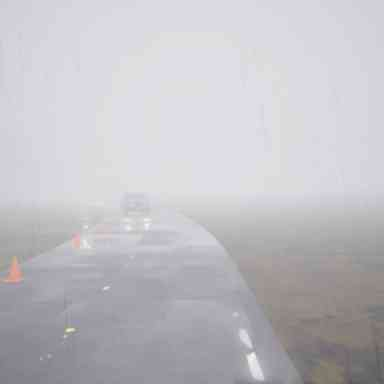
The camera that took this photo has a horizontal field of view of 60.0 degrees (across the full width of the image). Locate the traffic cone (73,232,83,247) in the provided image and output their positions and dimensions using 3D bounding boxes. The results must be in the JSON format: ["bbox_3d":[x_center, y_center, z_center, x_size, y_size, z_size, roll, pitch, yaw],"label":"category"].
[{"bbox_3d":[-4.531,1.876,13.193,0.340,0.580,0.340,0,0,-3],"label":"traffic cone"}]

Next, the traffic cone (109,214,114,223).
[{"bbox_3d":[-5.536,1.805,22.867,0.340,0.580,0.340,0,0,-9],"label":"traffic cone"}]

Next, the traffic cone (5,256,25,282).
[{"bbox_3d":[-4.424,1.907,8.316,0.340,0.580,0.340,0,0,0],"label":"traffic cone"}]

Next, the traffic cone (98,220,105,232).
[{"bbox_3d":[-4.901,1.841,18.044,0.340,0.580,0.340,0,0,-6],"label":"traffic cone"}]

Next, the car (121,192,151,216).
[{"bbox_3d":[-5.150,1.015,30.063,2.150,2.045,5.566,0,0,-16],"label":"car"}]
